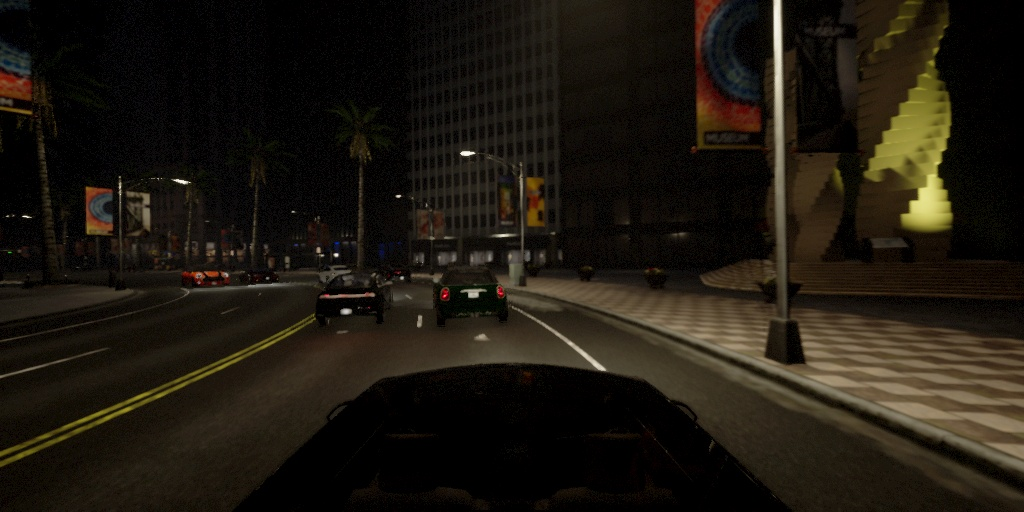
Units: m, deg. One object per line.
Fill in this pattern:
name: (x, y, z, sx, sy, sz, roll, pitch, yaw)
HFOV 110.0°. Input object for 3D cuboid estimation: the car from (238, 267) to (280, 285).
car: (-21.322, 1.630, 30.201, 4.181, 1.385, 1.994, -1, 0, 38)

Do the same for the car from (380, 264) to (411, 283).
car: (-9.599, 1.385, 28.467, 1.837, 1.490, 4.892, 0, 0, -37)

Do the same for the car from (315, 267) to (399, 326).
car: (-5.168, 1.316, 12.176, 2.128, 1.511, 4.902, -1, 0, -15)

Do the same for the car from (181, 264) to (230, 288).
car: (-23.531, 1.456, 27.513, 4.553, 1.767, 2.097, -1, 0, 37)

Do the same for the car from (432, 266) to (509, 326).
car: (-1.560, 1.117, 12.112, 2.097, 1.767, 4.553, -1, 0, -13)

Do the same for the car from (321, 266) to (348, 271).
car: (-13.764, 1.473, 28.086, 1.812, 1.442, 4.674, -1, 0, -40)
